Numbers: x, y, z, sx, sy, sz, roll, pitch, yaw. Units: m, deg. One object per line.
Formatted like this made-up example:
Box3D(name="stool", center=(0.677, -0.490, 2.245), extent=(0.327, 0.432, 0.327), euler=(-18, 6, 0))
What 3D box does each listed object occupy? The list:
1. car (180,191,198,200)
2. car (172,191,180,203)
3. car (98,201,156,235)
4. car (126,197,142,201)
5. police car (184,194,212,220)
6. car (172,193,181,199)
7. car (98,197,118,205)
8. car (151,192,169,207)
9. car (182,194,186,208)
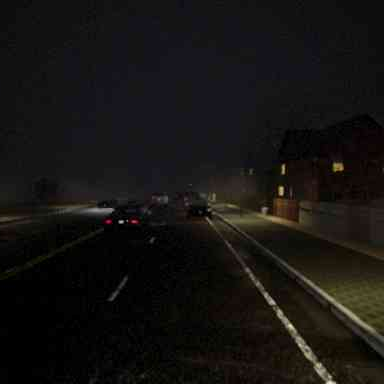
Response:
Box3D(name="car", center=(-0.105, 0.973, 42.799), extent=(2.150, 2.045, 5.566), euler=(0, 0, -3))
Box3D(name="car", center=(-2.108, 0.870, 61.099), extent=(2.150, 2.045, 5.566), euler=(0, 0, -4))
Box3D(name="car", center=(-3.381, 1.440, 18.167), extent=(2.033, 1.411, 5.357), euler=(0, 0, -1))
Box3D(name="car", center=(-7.742, 1.353, 43.823), extent=(1.895, 1.301, 4.718), euler=(0, 0, -3))
Box3D(name="police car", center=(0.534, 1.264, 26.789), extent=(1.930, 1.638, 5.238), euler=(0, 0, -2))
Box3D(name="car", center=(-3.679, 1.028, 80.540), extent=(1.994, 1.385, 4.181), euler=(0, 0, -5))
Box3D(name="car", center=(-10.985, 1.359, 43.608), extent=(1.895, 1.301, 4.718), euler=(0, 0, -3))
Box3D(name="car", center=(-4.382, 0.959, 45.617), extent=(2.150, 2.045, 5.566), euler=(0, 0, -3))
Box3D(name="car", center=(0.170, 1.308, 36.739), extent=(1.812, 1.442, 4.674), euler=(0, 0, -2))
